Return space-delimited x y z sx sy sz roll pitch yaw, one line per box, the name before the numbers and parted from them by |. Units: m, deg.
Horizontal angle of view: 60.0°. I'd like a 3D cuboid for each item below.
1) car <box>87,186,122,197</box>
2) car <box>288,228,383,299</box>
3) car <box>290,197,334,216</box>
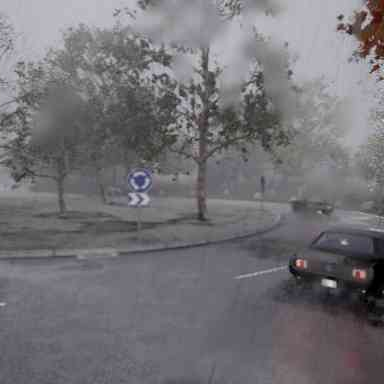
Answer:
car | -12.172 -0.117 46.422 4.674 1.442 1.812 1 2 -6
car | 4.404 1.627 8.823 1.895 1.301 4.718 3 3 41
car | 8.930 1.029 25.244 1.895 1.301 4.718 1 2 2
